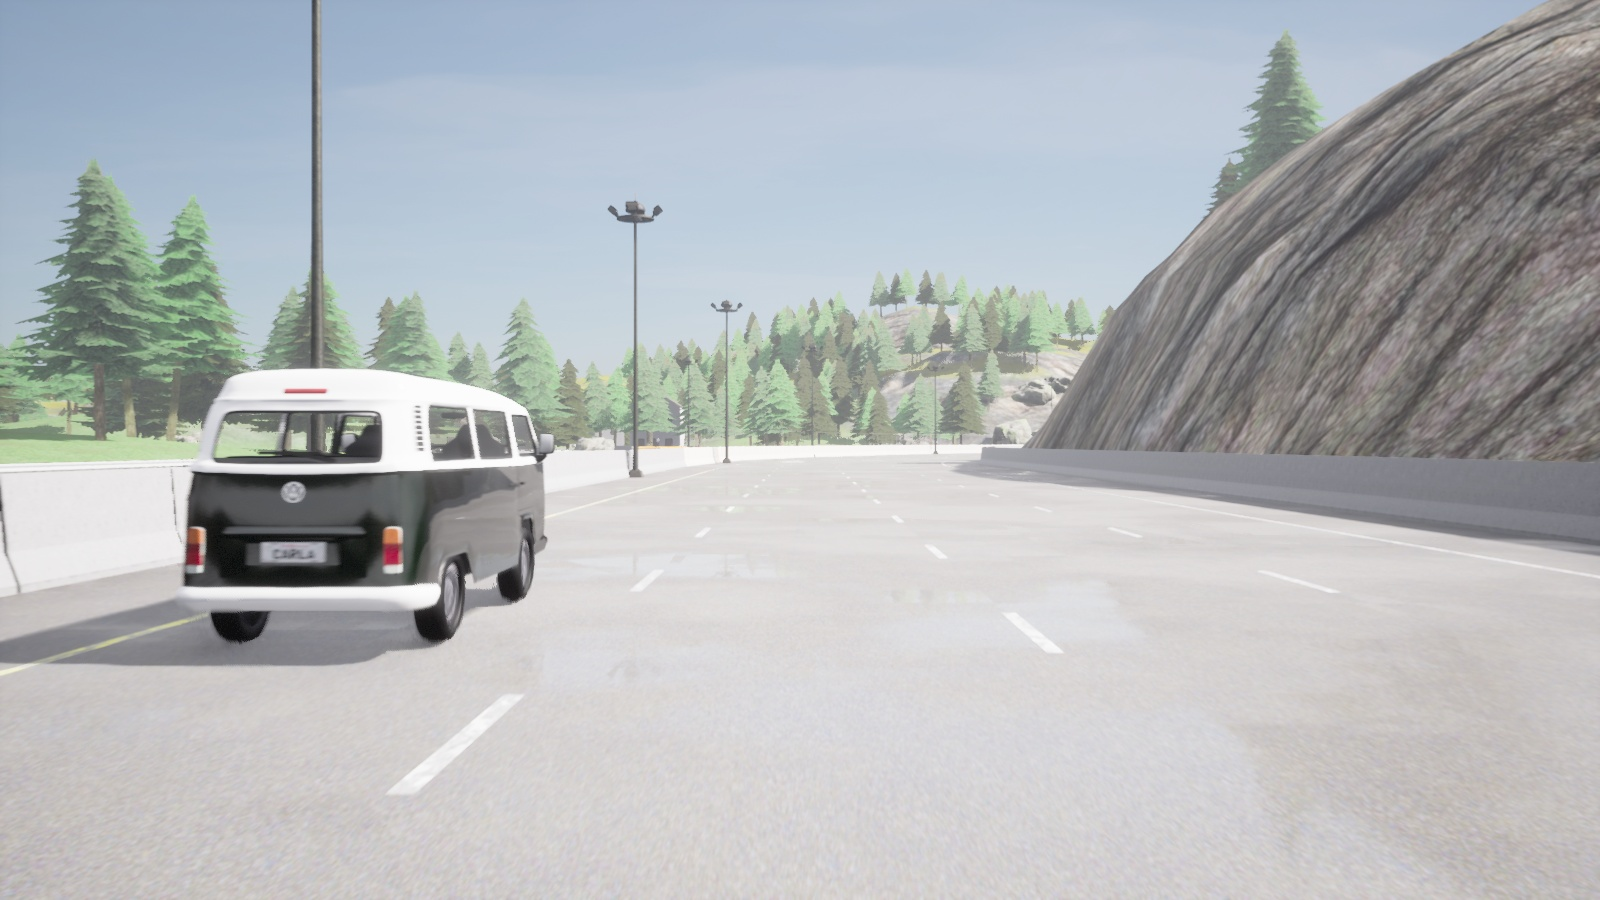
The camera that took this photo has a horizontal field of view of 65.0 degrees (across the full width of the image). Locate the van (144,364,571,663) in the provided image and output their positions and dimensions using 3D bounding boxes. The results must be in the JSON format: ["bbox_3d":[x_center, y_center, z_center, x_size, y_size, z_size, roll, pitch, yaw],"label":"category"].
[{"bbox_3d":[-3.423,0.408,10.799,2.069,2.038,4.480,0,1,0],"label":"van"}]
